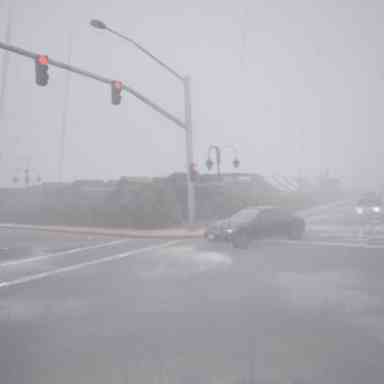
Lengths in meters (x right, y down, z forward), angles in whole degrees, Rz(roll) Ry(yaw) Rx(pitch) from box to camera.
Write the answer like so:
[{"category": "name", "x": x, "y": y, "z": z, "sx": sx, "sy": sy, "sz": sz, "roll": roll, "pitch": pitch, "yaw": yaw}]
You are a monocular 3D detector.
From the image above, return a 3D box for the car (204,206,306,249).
[{"category": "car", "x": 2.699, "y": 1.337, "z": 13.745, "sx": 4.674, "sy": 1.442, "sz": 1.812, "roll": -2, "pitch": 1, "yaw": -31}]

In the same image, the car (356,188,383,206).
[{"category": "car", "x": 18.275, "y": 0.620, "z": 34.283, "sx": 1.837, "sy": 1.490, "sz": 4.892, "roll": -2, "pitch": 0, "yaw": 34}]

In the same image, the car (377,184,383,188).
[{"category": "car", "x": 30.409, "y": -0.208, "z": 52.549, "sx": 2.150, "sy": 2.045, "sz": 5.566, "roll": -2, "pitch": 1, "yaw": 34}]
